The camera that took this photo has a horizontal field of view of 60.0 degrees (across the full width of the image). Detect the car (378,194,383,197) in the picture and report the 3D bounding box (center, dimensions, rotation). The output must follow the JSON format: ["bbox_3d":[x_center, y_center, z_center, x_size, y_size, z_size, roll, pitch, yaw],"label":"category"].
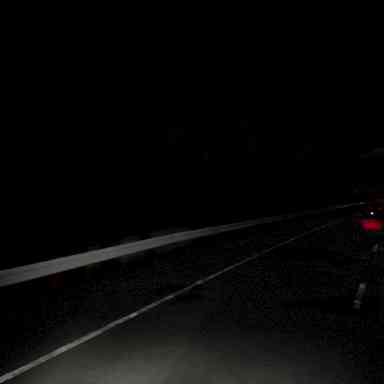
[{"bbox_3d":[22.398,1.221,37.928,2.150,2.045,5.566,0,0,36],"label":"car"}]

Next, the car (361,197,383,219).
[{"bbox_3d":[16.278,1.505,29.431,1.837,1.490,4.892,0,0,35],"label":"car"}]
